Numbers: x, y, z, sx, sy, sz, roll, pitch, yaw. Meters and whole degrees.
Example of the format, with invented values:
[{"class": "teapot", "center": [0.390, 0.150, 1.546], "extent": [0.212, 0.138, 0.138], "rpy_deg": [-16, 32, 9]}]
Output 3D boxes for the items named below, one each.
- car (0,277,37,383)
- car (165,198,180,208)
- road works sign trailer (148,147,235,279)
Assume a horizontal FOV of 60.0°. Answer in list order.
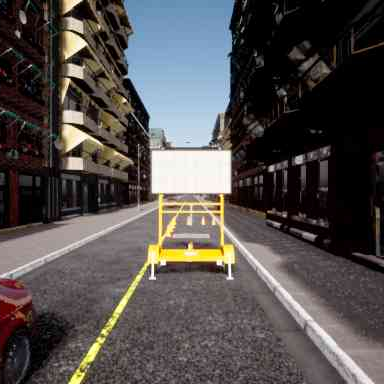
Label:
[{"class": "car", "center": [-2.857, 1.526, 2.466], "extent": [1.812, 1.442, 4.674], "rpy_deg": [0, 0, 0]}, {"class": "car", "center": [-2.864, 1.554, 48.914], "extent": [1.812, 1.442, 4.674], "rpy_deg": [0, 0, 0]}, {"class": "road works sign trailer", "center": [-0.023, 0.466, 9.985], "extent": [2.380, 3.560, 2.880], "rpy_deg": [0, 0, 0]}]
